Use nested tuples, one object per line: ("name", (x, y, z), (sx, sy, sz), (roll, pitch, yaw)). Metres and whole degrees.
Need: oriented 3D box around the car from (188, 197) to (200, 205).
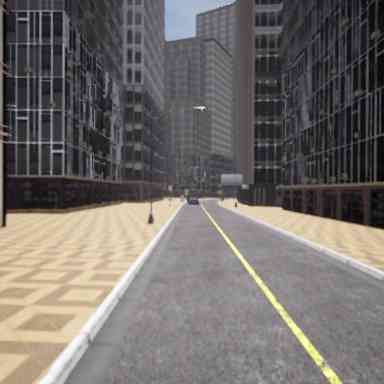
("car", (0.330, 1.641, 58.891), (1.994, 1.385, 4.181), (0, 0, 1))
